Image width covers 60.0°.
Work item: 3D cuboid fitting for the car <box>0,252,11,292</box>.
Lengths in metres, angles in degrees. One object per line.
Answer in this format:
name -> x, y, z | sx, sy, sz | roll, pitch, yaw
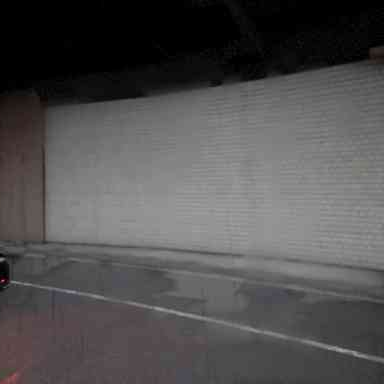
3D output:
car -> -5.770, 1.467, 6.522 | 4.902, 1.511, 2.128 | 0, 0, 25
